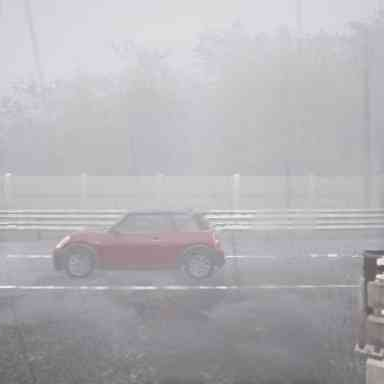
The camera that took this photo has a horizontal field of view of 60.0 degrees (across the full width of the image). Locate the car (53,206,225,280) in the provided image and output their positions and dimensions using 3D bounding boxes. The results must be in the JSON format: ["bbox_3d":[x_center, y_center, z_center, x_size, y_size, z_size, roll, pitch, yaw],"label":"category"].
[{"bbox_3d":[-1.385,1.269,9.256,4.553,1.767,2.097,0,0,2],"label":"car"}]
